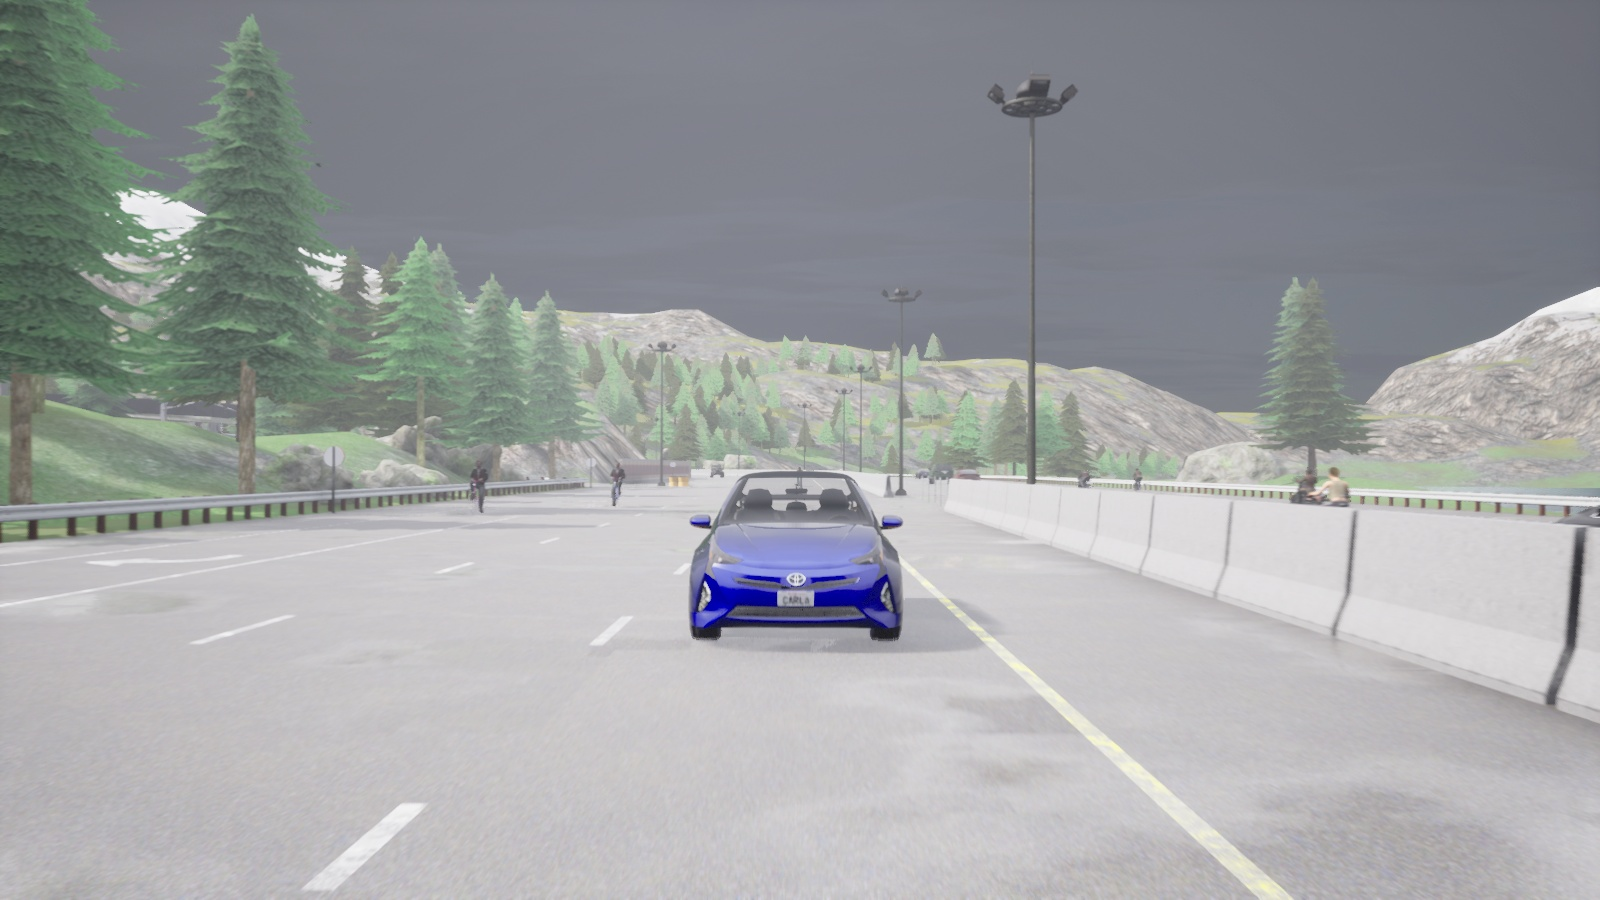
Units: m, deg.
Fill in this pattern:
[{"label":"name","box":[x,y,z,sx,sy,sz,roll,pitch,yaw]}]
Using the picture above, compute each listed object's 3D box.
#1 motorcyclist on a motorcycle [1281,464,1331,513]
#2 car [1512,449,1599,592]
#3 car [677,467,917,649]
[{"label":"motorcyclist on a motorcycle","box":[17.473,1.308,43.442,0.766,1.649,2.350,0,-1,0]},{"label":"car","box":[10.468,0.814,14.159,2.242,1.667,4.611,0,-1,0]},{"label":"car","box":[-0.030,0.940,12.814,2.007,1.525,4.514,0,-1,0]}]
